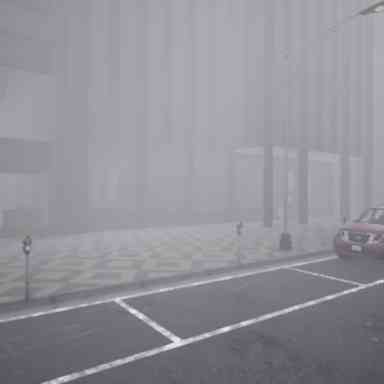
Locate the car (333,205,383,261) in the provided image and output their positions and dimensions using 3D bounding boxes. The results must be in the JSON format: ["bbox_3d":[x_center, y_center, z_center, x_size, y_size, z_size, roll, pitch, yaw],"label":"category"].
[{"bbox_3d":[7.033,1.396,11.545,5.009,1.841,2.192,0,0,-35],"label":"car"}]
